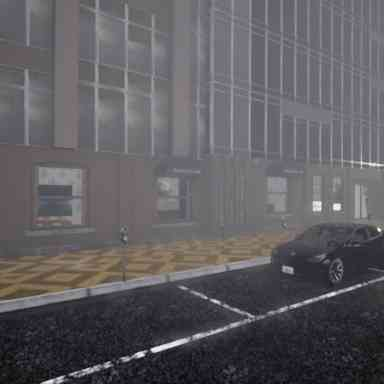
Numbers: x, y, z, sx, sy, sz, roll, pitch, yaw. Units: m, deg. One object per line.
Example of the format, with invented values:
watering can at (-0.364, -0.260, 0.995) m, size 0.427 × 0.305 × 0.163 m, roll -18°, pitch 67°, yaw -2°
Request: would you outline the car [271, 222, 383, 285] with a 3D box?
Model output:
car at (4.157, 1.566, 9.526) m, size 4.313 × 1.339 × 1.947 m, roll 0°, pitch 0°, yaw -36°
